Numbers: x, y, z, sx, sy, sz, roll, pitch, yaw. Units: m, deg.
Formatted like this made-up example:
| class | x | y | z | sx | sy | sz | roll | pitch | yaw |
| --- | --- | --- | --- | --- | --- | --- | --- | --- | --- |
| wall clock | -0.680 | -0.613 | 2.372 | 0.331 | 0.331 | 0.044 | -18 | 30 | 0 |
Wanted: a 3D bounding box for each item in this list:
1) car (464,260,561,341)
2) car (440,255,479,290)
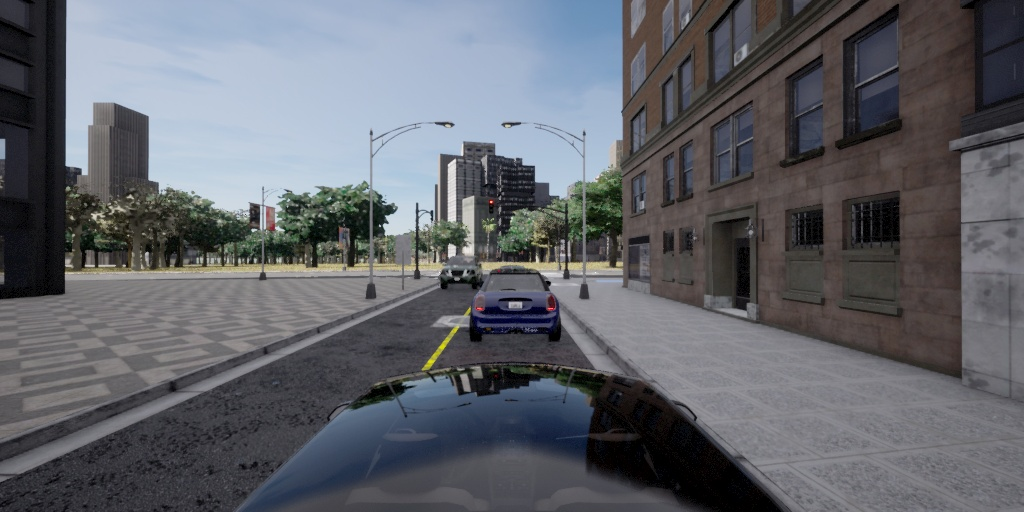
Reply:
| class | x | y | z | sx | sy | sz | roll | pitch | yaw |
| --- | --- | --- | --- | --- | --- | --- | --- | --- | --- |
| car | 0.057 | 1.103 | 10.018 | 2.097 | 1.767 | 4.553 | 0 | 0 | -1 |
| car | -3.123 | 0.959 | 23.079 | 2.150 | 2.045 | 5.566 | 0 | 0 | 0 |
